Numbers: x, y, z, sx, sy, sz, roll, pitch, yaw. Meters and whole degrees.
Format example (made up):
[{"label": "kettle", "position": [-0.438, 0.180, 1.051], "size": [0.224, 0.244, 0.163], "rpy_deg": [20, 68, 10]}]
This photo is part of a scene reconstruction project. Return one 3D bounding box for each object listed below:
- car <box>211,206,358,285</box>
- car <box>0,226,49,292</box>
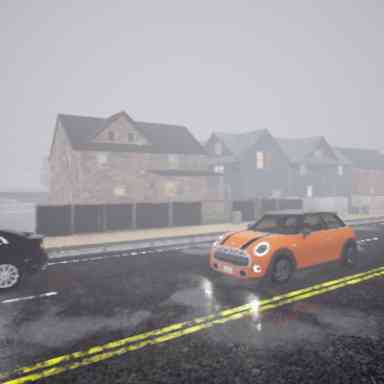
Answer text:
[{"label": "car", "position": [2.728, 1.335, 9.584], "size": [4.553, 1.767, 2.097], "rpy_deg": [0, 0, -35]}, {"label": "car", "position": [-5.868, 1.511, 7.447], "size": [4.892, 1.490, 1.837], "rpy_deg": [0, 0, -35]}]
